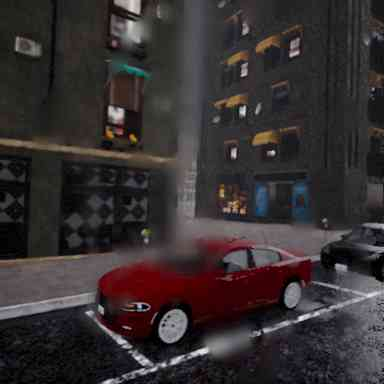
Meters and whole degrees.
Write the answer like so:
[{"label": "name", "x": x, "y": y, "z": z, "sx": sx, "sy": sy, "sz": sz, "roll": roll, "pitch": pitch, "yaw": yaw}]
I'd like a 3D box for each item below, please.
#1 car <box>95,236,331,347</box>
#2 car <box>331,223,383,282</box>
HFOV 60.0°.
[{"label": "car", "x": 0.442, "y": 1.590, "z": 6.418, "sx": 4.507, "sy": 1.381, "sz": 1.887, "roll": 1, "pitch": 2, "yaw": -35}, {"label": "car", "x": 5.803, "y": 1.684, "z": 10.205, "sx": 4.313, "sy": 1.339, "sz": 1.947, "roll": 1, "pitch": 2, "yaw": -35}]
